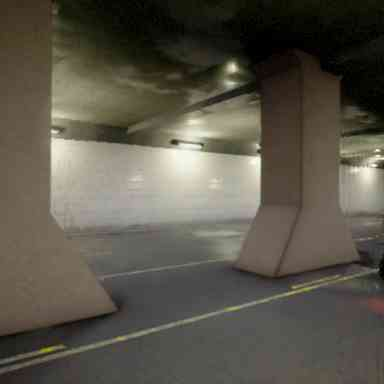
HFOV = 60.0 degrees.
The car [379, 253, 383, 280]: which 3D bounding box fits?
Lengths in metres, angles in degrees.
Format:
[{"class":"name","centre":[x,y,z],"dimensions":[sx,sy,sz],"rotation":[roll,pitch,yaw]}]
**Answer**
[{"class":"car","centre":[6.631,1.614,8.480],"dimensions":[4.181,1.385,1.994],"rotation":[0,0,-36]}]
